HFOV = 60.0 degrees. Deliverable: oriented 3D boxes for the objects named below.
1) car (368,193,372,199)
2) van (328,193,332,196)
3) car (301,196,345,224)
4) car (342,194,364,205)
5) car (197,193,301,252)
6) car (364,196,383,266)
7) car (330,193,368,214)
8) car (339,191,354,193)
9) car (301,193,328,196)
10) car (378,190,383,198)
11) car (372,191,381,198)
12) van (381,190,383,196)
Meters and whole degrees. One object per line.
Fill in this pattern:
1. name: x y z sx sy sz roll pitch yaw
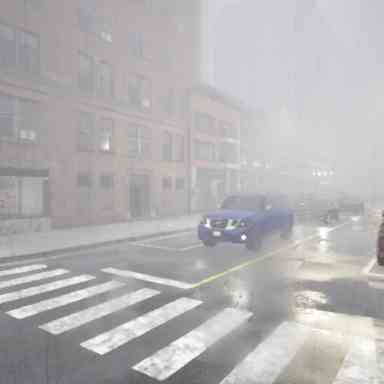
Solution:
1. car: 25.930 1.017 51.197 1.802 1.307 4.206 1 1 36
2. van: 12.913 0.974 33.041 1.690 1.788 3.998 1 1 36
3. car: 8.529 1.242 22.211 1.837 1.490 4.892 0 1 36
4. car: 22.676 1.035 46.658 2.008 1.369 4.403 1 1 36
5. car: 2.444 1.058 13.737 2.150 2.045 5.566 0 1 35
6. car: 6.840 1.156 9.943 2.192 1.841 5.009 1 1 36
7. car: 14.487 1.120 30.498 1.882 1.535 5.008 0 0 36
8. car: 19.422 0.848 42.118 2.192 1.841 5.009 1 1 36
9. car: 9.659 0.999 28.503 2.192 1.841 5.009 1 1 36
10. car: 45.458 0.449 78.420 2.192 1.841 5.009 1 1 36
11. car: 32.439 0.901 60.273 1.947 1.339 4.313 1 1 36
12. van: 38.949 0.576 69.345 1.690 1.788 3.998 1 1 36
